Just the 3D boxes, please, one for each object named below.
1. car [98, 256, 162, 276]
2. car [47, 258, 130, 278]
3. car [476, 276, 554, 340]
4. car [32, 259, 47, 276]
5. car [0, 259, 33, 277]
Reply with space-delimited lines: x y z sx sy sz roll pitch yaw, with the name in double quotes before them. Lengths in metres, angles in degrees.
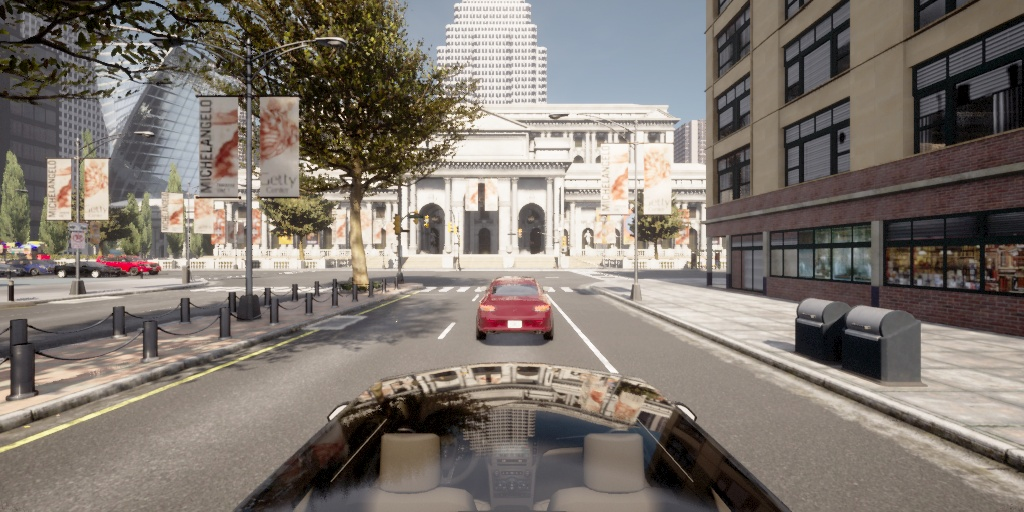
"car" -39.513 0.971 36.863 5.566 2.045 2.150 0 0 0
"car" -39.323 1.228 33.360 5.008 1.535 1.882 0 0 0
"car" 0.078 1.276 9.882 1.812 1.442 4.674 0 0 0
"car" -49.132 1.102 36.802 4.553 1.767 2.097 0 0 -1
"car" -48.326 1.276 33.329 4.674 1.442 1.812 0 0 -1
